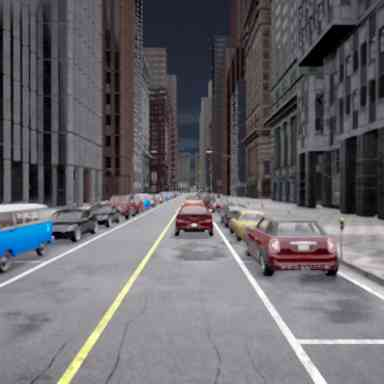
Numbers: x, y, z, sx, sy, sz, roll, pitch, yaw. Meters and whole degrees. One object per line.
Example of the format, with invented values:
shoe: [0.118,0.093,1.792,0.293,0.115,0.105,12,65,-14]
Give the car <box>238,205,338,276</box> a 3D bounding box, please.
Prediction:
car: [2.763,1.389,10.163,1.967,1.590,4.097,0,0,0]

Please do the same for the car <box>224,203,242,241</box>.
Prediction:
car: [2.766,1.445,15.970,1.752,1.417,4.829,0,0,0]

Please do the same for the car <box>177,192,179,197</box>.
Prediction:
car: [-5.730,0.853,94.703,2.192,1.841,5.009,0,0,0]

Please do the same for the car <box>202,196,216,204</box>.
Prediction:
car: [2.781,1.290,55.254,1.947,1.339,4.313,0,0,0]

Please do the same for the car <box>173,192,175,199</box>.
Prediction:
car: [-5.735,1.165,77.794,2.008,1.369,4.403,0,0,0]

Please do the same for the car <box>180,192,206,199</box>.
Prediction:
car: [0.113,1.174,35.495,2.097,1.767,4.553,0,0,0]

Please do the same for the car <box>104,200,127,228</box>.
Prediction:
car: [-5.757,1.457,21.428,1.947,1.339,4.313,0,0,0]

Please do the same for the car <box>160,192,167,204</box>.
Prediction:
car: [-5.744,1.163,55.248,1.967,1.590,4.097,0,0,0]

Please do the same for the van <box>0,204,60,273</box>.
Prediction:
van: [-5.762,1.289,10.154,1.690,1.788,3.998,0,0,0]

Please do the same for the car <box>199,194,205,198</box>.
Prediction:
car: [2.796,1.120,94.707,1.802,1.307,4.206,0,0,0]

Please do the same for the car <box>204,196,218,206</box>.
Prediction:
car: [2.779,1.297,49.617,1.887,1.381,4.507,0,0,0]

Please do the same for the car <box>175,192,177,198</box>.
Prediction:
car: [-5.731,1.003,89.067,1.967,1.590,4.097,0,0,0]

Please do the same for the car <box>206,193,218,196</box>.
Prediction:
car: [2.776,1.095,43.980,2.192,1.841,5.009,0,0,0]

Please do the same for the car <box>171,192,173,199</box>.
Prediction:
car: [-5.737,1.167,71.988,1.752,1.417,4.829,0,0,0]

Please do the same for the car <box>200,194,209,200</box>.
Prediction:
car: [2.790,1.181,77.798,1.947,1.339,4.313,0,0,0]

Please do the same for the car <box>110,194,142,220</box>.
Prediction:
car: [-5.755,1.178,27.063,2.192,1.841,5.009,0,0,0]

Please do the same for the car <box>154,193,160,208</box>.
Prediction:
car: [-5.748,1.219,43.975,1.967,1.590,4.097,0,0,0]

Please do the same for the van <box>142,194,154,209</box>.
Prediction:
van: [-5.751,1.148,38.337,1.690,1.788,3.998,0,0,0]

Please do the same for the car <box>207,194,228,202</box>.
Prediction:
car: [2.772,1.276,32.707,1.967,1.590,4.097,0,0,0]

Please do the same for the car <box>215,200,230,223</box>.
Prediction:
car: [2.768,1.443,21.436,2.008,1.369,4.403,0,0,0]

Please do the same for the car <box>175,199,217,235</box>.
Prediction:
car: [0.107,1.386,18.051,1.882,1.535,5.008,0,0,0]

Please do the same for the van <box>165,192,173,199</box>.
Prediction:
van: [-5.734,0.930,83.430,1.690,1.788,3.998,0,0,0]

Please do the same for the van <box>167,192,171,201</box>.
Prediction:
van: [-5.740,1.009,66.520,1.690,1.788,3.998,0,0,0]

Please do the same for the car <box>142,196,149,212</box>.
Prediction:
car: [-5.752,1.380,32.702,1.887,1.381,4.507,0,0,0]

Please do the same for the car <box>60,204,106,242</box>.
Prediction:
car: [-5.759,1.486,15.792,1.947,1.339,4.313,0,0,0]
